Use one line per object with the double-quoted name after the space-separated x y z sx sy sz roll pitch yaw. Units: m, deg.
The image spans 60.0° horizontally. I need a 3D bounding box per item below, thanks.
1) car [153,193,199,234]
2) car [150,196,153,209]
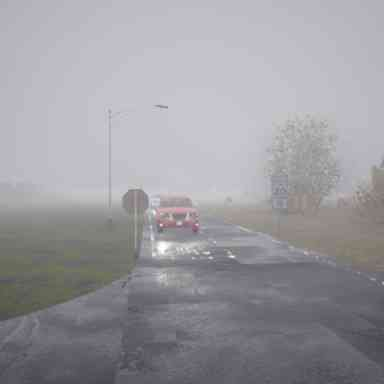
-0.985 1.200 19.406 2.150 2.045 5.566 0 0 -8 "car"
-4.421 1.179 45.019 2.150 2.045 5.566 0 0 -8 "car"
